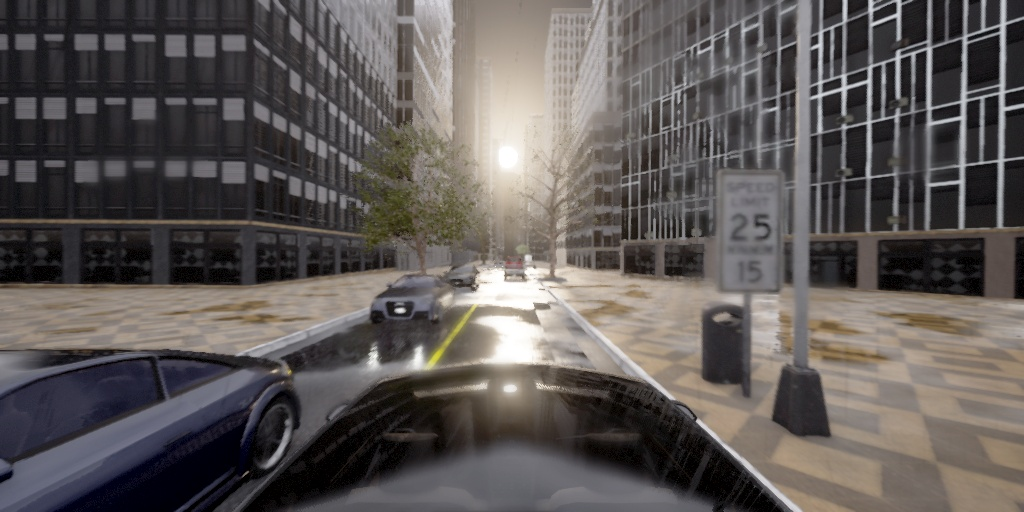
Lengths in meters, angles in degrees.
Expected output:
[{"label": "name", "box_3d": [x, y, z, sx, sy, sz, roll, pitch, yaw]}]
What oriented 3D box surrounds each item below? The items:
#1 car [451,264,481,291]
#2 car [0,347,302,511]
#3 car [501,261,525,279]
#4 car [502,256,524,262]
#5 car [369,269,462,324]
[{"label": "car", "box_3d": [-3.015, 1.262, 22.258, 1.837, 1.490, 4.892, 0, 0, 0]}, {"label": "car", "box_3d": [-3.108, 1.293, 1.892, 1.994, 1.385, 4.181, 0, 0, 0]}, {"label": "car", "box_3d": [0.216, 1.399, 32.710, 1.895, 1.301, 4.718, 0, 0, 0]}, {"label": "car", "box_3d": [0.246, 1.045, 43.693, 2.150, 2.045, 5.566, 0, 0, 0]}, {"label": "car", "box_3d": [-3.065, 1.305, 11.840, 1.994, 1.385, 4.181, 0, 0, 0]}]
